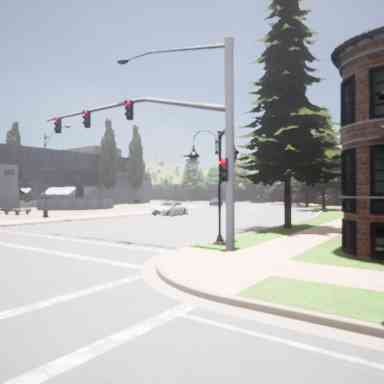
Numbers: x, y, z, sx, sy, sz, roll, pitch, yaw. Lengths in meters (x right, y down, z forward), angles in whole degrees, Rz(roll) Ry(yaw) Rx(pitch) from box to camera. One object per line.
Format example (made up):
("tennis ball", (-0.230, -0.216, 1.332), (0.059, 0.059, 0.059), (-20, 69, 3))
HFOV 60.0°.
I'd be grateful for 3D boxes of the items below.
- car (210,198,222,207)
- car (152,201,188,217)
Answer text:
("car", (4.114, 1.745, 57.612), (2.033, 1.411, 5.357), (0, 0, 1))
("car", (-2.137, 1.680, 33.669), (1.812, 1.442, 4.674), (0, 0, 32))
